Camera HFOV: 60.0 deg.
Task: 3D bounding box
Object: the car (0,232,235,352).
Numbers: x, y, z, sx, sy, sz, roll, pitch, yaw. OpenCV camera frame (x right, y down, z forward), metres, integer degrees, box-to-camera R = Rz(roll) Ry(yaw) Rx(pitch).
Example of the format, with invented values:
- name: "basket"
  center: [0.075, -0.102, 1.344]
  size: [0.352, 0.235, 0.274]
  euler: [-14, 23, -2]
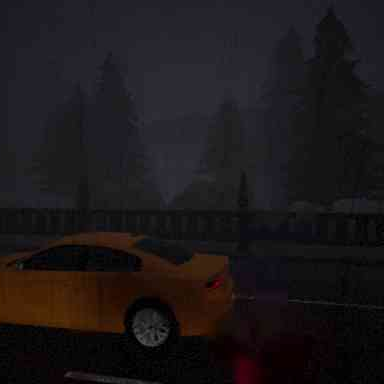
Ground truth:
- name: "car"
  center: [-1.778, 1.464, 5.839]
  size: [5.008, 1.535, 1.882]
  euler: [0, 0, 12]
